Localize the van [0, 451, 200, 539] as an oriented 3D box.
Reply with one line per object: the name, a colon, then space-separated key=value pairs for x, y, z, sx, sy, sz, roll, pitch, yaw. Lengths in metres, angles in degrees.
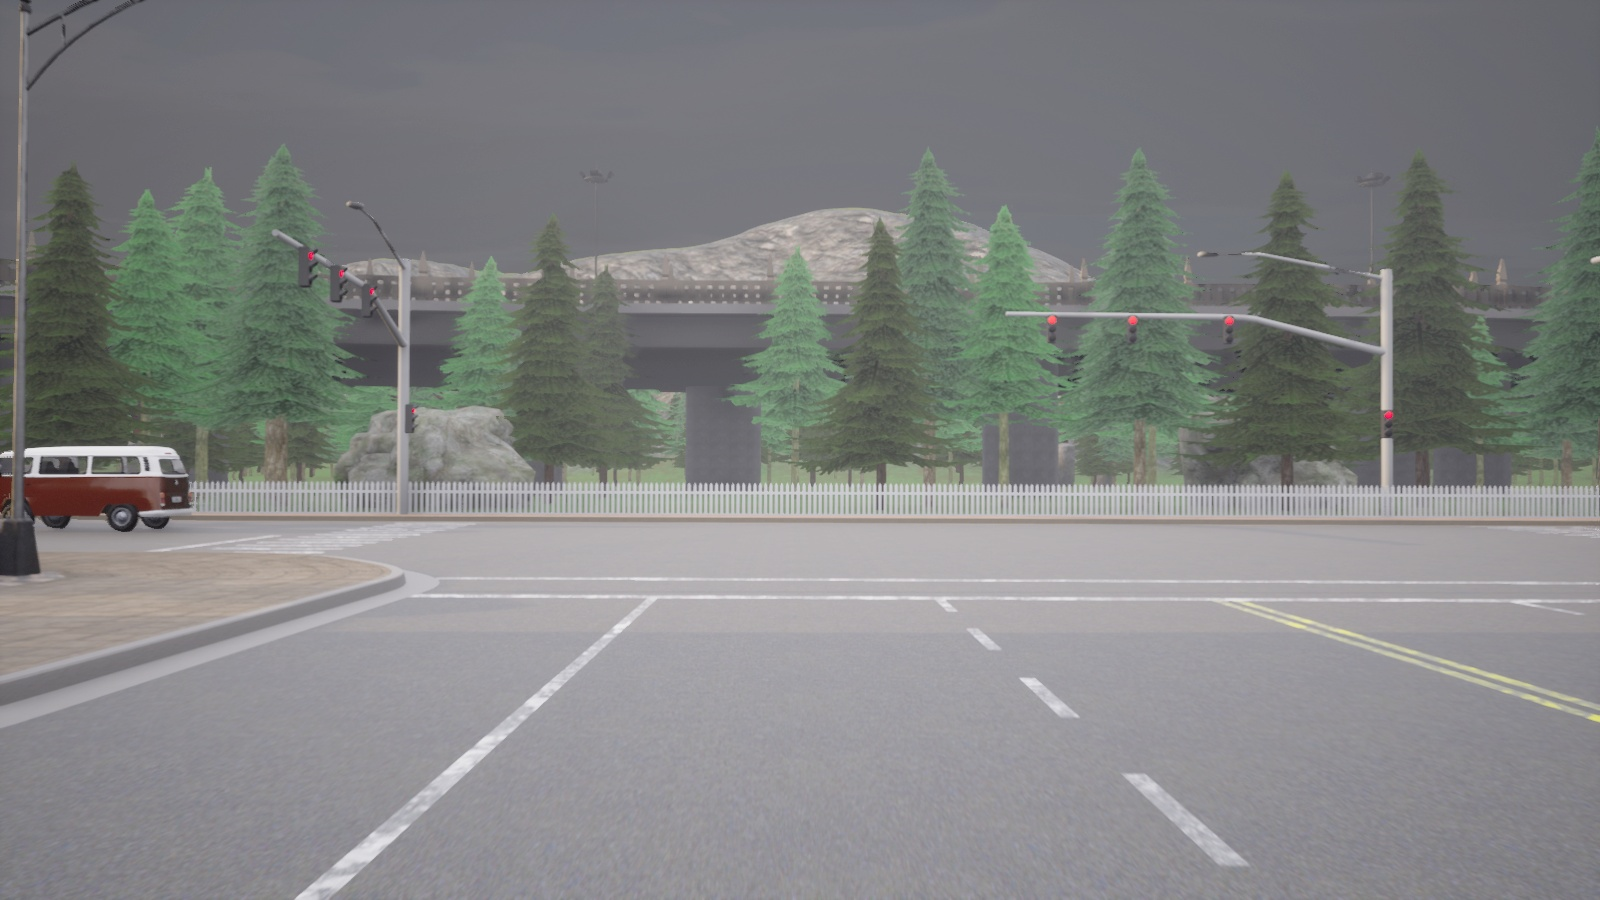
van: x=-17.259 y=1.060 z=30.377 sx=4.480 sy=2.038 sz=2.069 roll=0 pitch=-1 yaw=0
